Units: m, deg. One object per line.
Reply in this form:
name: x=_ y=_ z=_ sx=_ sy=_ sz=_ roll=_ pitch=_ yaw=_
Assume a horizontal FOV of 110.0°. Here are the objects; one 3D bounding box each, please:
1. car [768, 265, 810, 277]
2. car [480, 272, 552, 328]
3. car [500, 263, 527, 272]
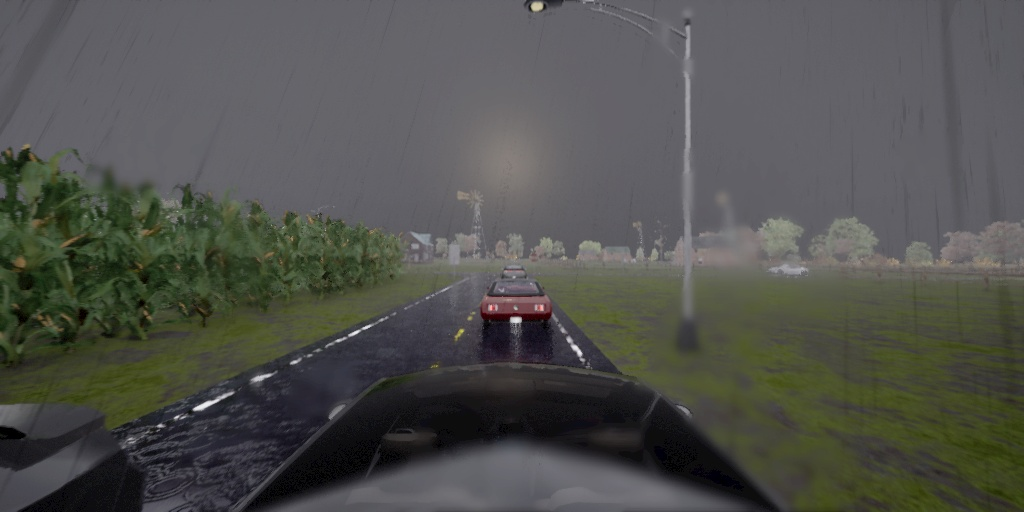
car: x=35.216 y=1.868 z=45.700 sx=4.674 sy=1.442 sz=1.812 roll=1 pitch=-1 yaw=0
car: x=0.111 y=1.378 z=11.512 sx=1.895 sy=1.301 sz=4.718 roll=0 pitch=0 yaw=0
car: x=0.142 y=1.310 z=27.550 sx=2.128 sy=1.511 sz=4.902 roll=0 pitch=0 yaw=0
